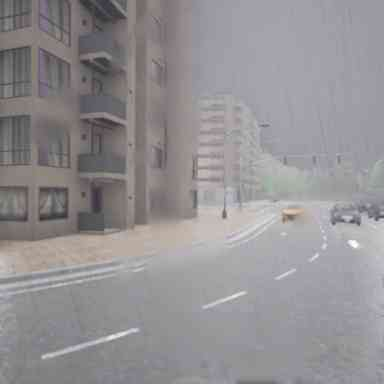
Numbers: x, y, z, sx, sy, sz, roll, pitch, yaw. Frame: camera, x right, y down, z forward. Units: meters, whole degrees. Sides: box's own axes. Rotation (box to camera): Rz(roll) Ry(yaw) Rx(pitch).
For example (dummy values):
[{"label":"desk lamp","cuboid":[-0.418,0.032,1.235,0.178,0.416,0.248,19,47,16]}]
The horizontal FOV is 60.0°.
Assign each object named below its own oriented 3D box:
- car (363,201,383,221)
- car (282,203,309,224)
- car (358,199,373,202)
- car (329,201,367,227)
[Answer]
[{"label":"car","cuboid":[16.760,1.767,29.103,2.033,1.411,5.357,0,0,19]},{"label":"car","cuboid":[8.379,1.645,26.857,1.882,1.535,5.008,0,0,20]},{"label":"car","cuboid":[20.016,1.631,38.491,2.097,1.767,4.553,0,0,19]},{"label":"car","cuboid":[11.414,1.665,24.952,2.128,1.511,4.902,0,0,20]}]
